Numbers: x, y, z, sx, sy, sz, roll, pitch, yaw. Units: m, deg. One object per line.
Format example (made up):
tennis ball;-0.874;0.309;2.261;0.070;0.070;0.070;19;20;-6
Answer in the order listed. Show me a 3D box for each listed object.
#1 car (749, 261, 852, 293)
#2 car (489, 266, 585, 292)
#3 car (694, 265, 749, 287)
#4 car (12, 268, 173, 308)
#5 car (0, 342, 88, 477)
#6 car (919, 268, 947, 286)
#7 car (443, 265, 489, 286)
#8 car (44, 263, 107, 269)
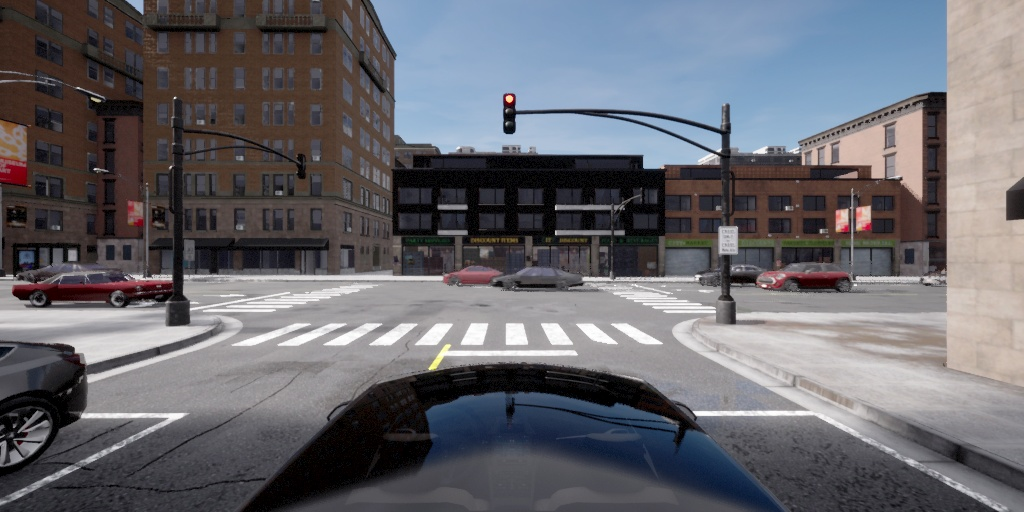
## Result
car;17.244;1.197;21.338;4.553;1.767;2.097;0;0;-1
car;1.522;1.313;21.131;5.357;1.411;2.033;0;0;-1
car;15.120;1.326;24.561;4.902;1.511;2.128;0;0;-1
car;-16.204;1.280;14.193;4.718;1.301;1.895;0;0;-1
car;-5.388;1.316;2.038;1.948;1.339;4.313;0;0;-1
car;31.121;1.445;24.765;4.674;1.442;1.812;0;0;-1
car;-2.538;1.309;24.327;4.181;1.385;1.994;0;0;-1
car;-29.377;1.165;23.972;5.357;1.411;2.033;0;0;-1
